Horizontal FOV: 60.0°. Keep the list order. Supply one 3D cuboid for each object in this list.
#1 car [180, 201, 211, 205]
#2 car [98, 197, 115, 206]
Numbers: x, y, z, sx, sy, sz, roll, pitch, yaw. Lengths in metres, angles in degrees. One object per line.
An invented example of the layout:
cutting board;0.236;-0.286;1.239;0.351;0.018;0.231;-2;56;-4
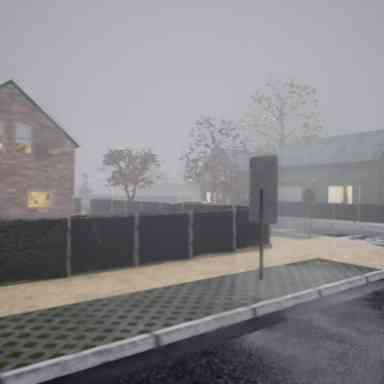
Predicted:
car;0.504;1.456;26.017;1.837;1.490;4.892;1;0;-37
car;-10.172;1.344;40.105;1.882;1.535;5.008;1;0;-37
